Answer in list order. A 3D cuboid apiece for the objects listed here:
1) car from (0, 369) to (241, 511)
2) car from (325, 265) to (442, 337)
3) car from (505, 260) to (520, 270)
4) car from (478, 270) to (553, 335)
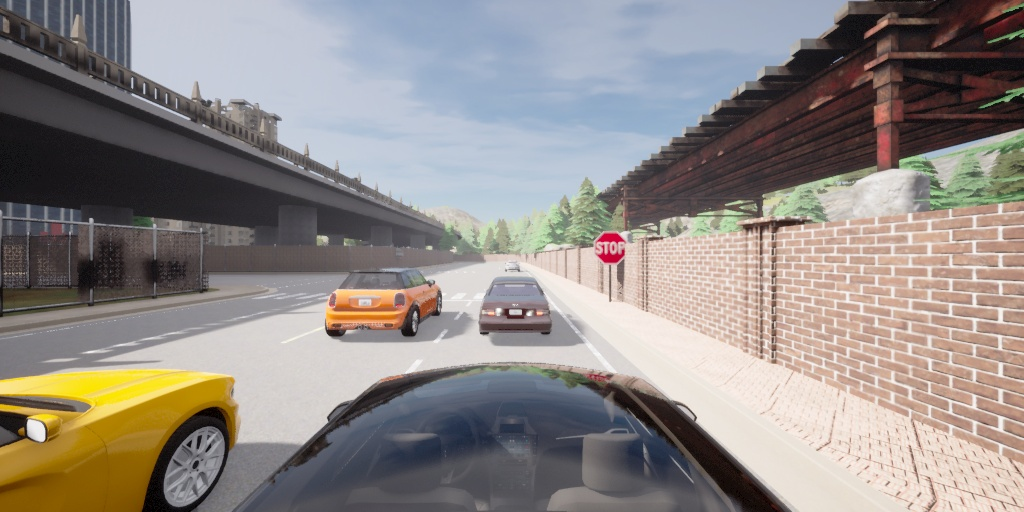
[{"bbox_3d":[-3.398,1.228,1.213,1.882,1.535,5.008,0,0,0],"label":"car"},{"bbox_3d":[-3.425,1.102,10.471,2.097,1.767,4.553,0,0,0],"label":"car"},{"bbox_3d":[0.059,1.276,46.357,1.812,1.442,4.674,0,0,-1],"label":"car"},{"bbox_3d":[0.077,1.297,10.494,2.033,1.411,5.357,0,0,0],"label":"car"}]
